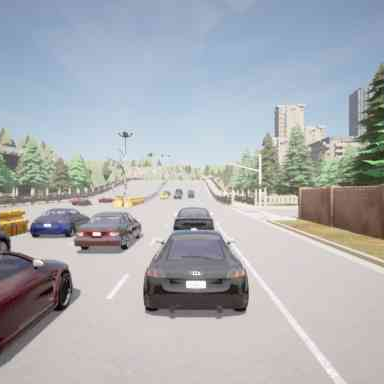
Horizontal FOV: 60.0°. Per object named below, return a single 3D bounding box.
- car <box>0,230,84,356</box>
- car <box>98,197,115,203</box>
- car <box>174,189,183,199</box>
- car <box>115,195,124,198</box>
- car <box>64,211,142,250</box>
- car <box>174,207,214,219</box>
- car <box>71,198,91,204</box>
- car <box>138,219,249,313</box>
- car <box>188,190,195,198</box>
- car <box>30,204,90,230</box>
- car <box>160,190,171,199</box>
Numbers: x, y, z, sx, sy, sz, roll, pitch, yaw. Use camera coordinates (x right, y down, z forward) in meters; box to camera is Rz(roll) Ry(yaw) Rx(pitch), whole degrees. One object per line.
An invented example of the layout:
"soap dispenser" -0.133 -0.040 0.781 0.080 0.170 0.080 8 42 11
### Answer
"car" -3.410 1.564 5.131 1.994 1.385 4.181 0 0 0
"car" -17.575 1.596 67.362 1.895 1.301 4.718 0 0 0
"car" -3.697 0.903 86.888 2.097 1.767 4.553 0 3 0
"car" -17.652 1.449 79.956 1.895 1.301 4.718 0 1 0
"car" -3.409 1.547 14.371 2.033 1.411 5.357 0 0 0
"car" 0.084 1.478 16.730 1.882 1.535 5.008 0 0 0
"car" -17.645 1.601 53.006 1.895 1.301 4.718 0 0 0
"car" 0.088 1.564 7.740 1.994 1.385 4.181 0 0 1
"car" -0.218 0.839 90.060 1.837 1.490 4.892 0 4 0
"car" -6.919 1.564 17.931 1.994 1.385 4.181 0 0 0
"car" -7.198 1.024 86.902 1.882 1.535 5.008 0 3 0
